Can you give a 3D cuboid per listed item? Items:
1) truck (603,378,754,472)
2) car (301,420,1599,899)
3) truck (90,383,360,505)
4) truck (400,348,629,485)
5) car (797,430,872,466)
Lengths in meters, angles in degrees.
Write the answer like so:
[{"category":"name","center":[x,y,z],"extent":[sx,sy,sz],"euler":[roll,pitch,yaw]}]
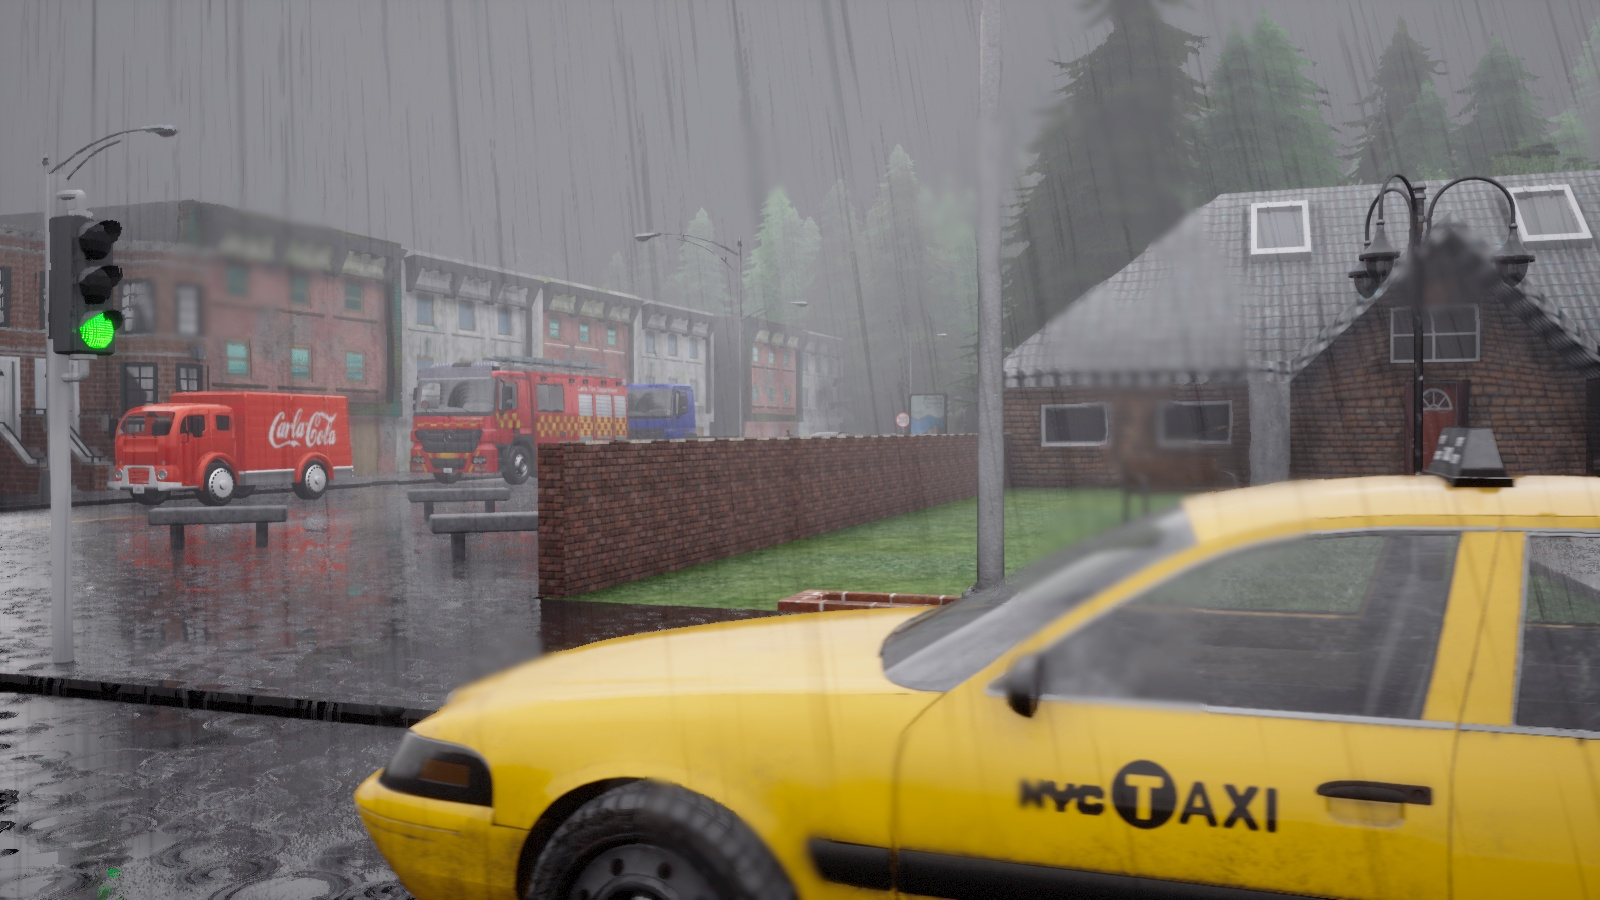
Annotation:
[{"category":"truck","center":[-4.694,-0.980,50.418],"extent":[2.891,3.462,7.936],"euler":[1,1,20]},{"category":"car","center":[1.509,0.719,3.262],"extent":[5.366,1.575,1.801],"euler":[1,1,20]},{"category":"truck","center":[-12.732,-0.161,28.262],"extent":[2.627,2.467,5.204],"euler":[1,1,20]},{"category":"truck","center":[-8.667,-1.003,39.476],"extent":[2.891,3.827,8.468],"euler":[1,1,20]},{"category":"car","center":[1.595,-0.118,56.043],"extent":[2.007,1.525,4.514],"euler":[1,1,20]}]
